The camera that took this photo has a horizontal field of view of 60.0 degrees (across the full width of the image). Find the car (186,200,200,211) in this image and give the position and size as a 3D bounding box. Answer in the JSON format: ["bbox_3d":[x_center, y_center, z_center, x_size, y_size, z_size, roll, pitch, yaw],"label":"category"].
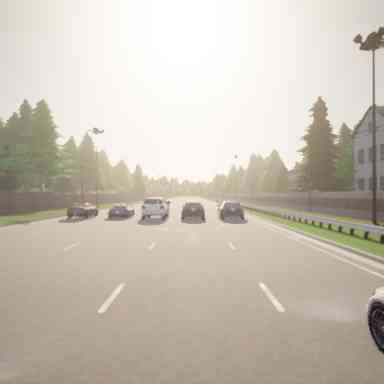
[{"bbox_3d":[0.096,2.000,50.259,2.033,1.411,5.357,0,0,0],"label":"car"}]

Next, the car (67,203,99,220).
[{"bbox_3d":[-10.395,1.780,31.960,2.128,1.511,4.902,0,0,0],"label":"car"}]

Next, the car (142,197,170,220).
[{"bbox_3d":[-3.397,1.507,31.510,2.150,2.045,5.566,0,0,0],"label":"car"}]

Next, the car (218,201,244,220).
[{"bbox_3d":[3.605,1.636,31.629,2.097,1.767,4.553,0,-1,0],"label":"car"}]

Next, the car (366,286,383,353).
[{"bbox_3d":[3.587,1.555,3.188,1.812,1.442,4.674,0,0,0],"label":"car"}]

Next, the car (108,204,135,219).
[{"bbox_3d":[-6.897,1.860,32.903,1.994,1.385,4.181,0,0,0],"label":"car"}]

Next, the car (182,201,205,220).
[{"bbox_3d":[0.104,1.636,31.623,2.097,1.767,4.553,0,-1,0],"label":"car"}]
